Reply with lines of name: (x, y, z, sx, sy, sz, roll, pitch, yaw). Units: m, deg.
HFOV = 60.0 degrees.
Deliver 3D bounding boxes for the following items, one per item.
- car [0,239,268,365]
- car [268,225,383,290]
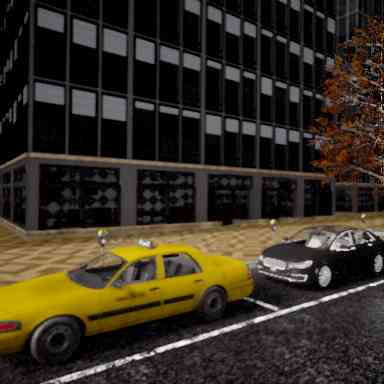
car: (-1.041, 1.547, 5.815, 4.829, 1.417, 1.752, 1, 0, -36)
car: (3.730, 1.624, 9.223, 4.403, 1.369, 2.008, 1, 0, -36)
